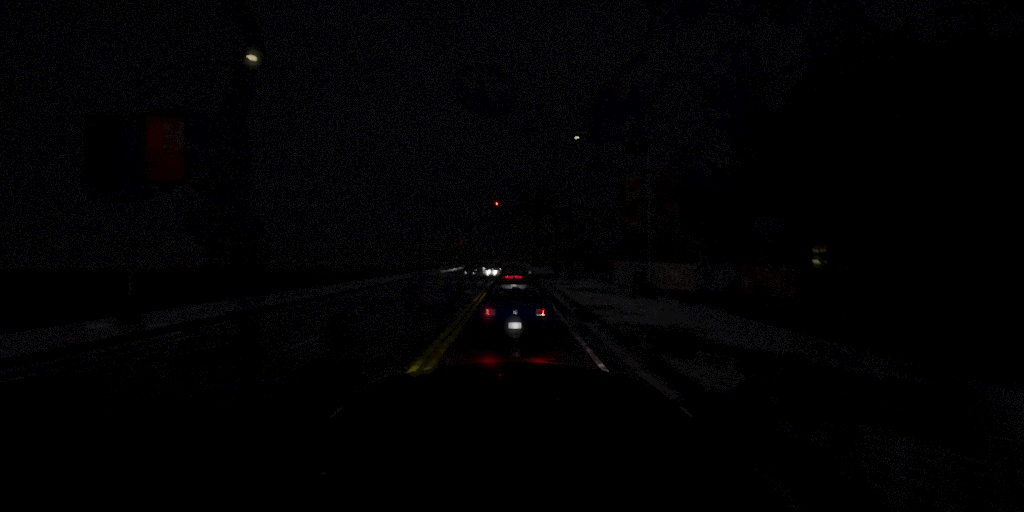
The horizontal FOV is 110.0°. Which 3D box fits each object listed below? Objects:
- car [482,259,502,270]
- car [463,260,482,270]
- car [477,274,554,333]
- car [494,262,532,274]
[{"bbox_3d":[-3.178,1.406,56.955,2.128,1.511,4.902,0,0,0],"label":"car"},{"bbox_3d":[-6.431,1.462,56.576,2.033,1.411,5.357,0,0,0],"label":"car"},{"bbox_3d":[0.111,1.383,10.811,1.895,1.301,4.718,0,0,1],"label":"car"},{"bbox_3d":[0.122,1.322,21.570,1.837,1.490,4.892,0,0,0],"label":"car"}]
